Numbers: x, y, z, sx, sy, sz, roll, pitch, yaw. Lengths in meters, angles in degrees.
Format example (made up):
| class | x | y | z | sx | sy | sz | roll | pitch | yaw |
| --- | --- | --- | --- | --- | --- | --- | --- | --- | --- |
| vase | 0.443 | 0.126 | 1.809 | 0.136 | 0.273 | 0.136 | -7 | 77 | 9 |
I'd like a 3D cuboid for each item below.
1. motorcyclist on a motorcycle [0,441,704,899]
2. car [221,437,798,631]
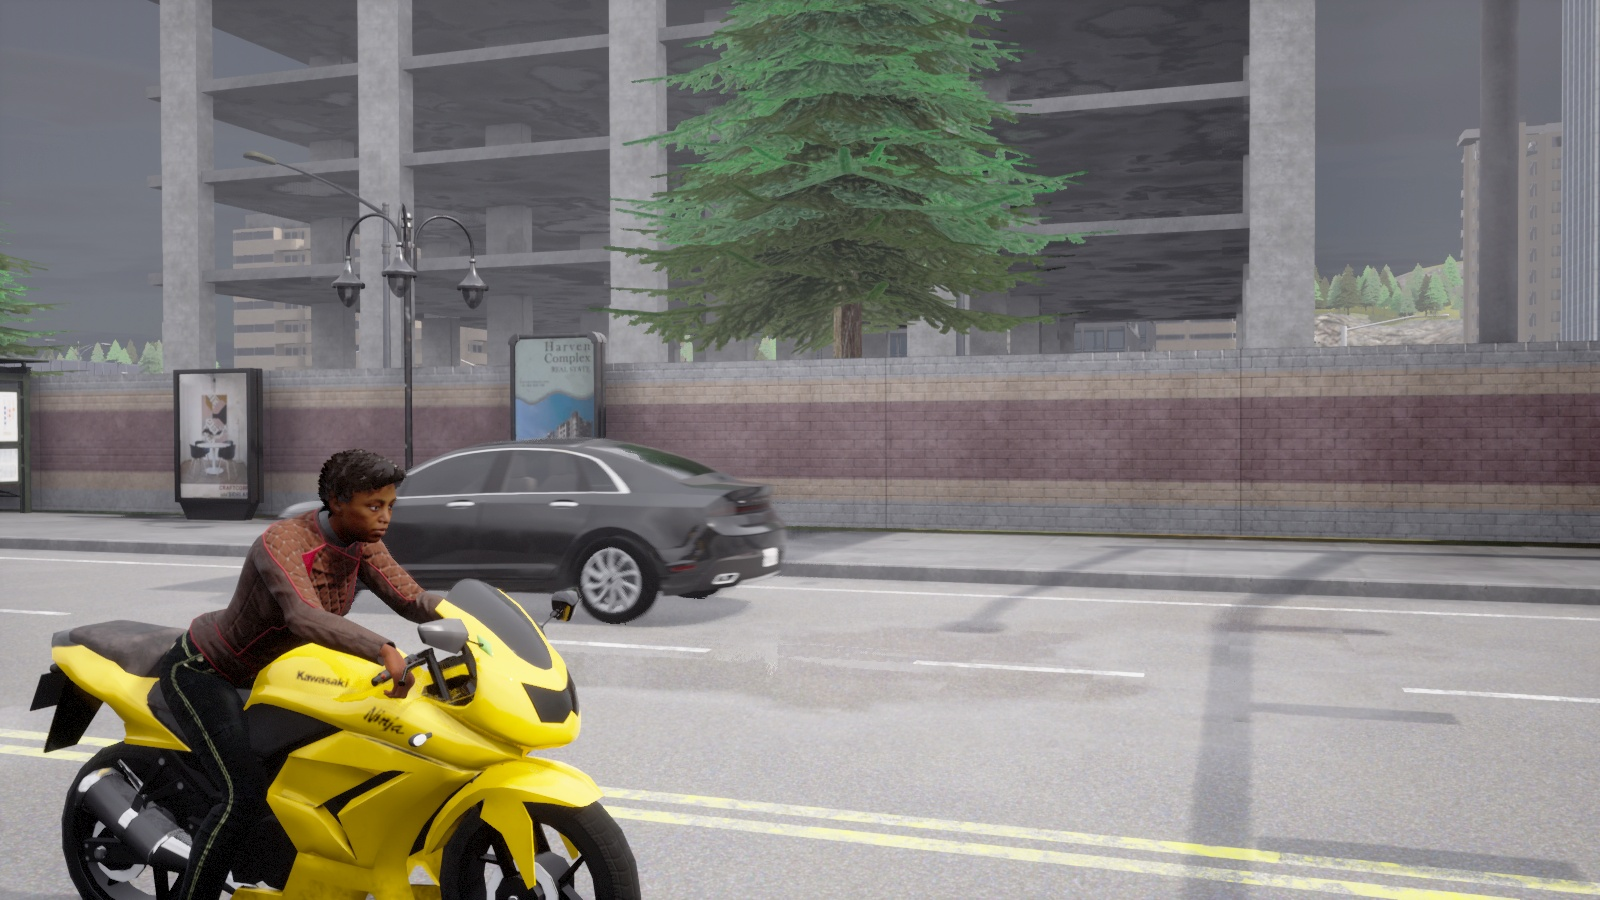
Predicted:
| class | x | y | z | sx | sy | sz | roll | pitch | yaw |
| --- | --- | --- | --- | --- | --- | --- | --- | --- | --- |
| motorcyclist on a motorcycle | -1.380 | 0.745 | 3.657 | 2.044 | 1.523 | 0.797 | 1 | 1 | 19 |
| car | -2.631 | 0.638 | 11.458 | 4.892 | 1.490 | 1.837 | 1 | 1 | 19 |
